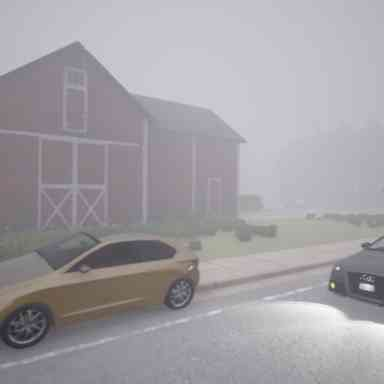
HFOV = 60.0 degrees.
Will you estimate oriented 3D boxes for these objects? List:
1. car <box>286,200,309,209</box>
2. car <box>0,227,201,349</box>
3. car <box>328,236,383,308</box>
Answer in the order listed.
[{"bbox_3d":[17.145,2.009,54.136,1.812,1.442,4.674,1,-1,-14],"label":"car"},{"bbox_3d":[-1.802,1.477,6.233,4.193,1.474,1.816,1,5,-38],"label":"car"},{"bbox_3d":[4.960,1.654,7.467,4.181,1.385,1.994,1,-1,-35],"label":"car"}]
